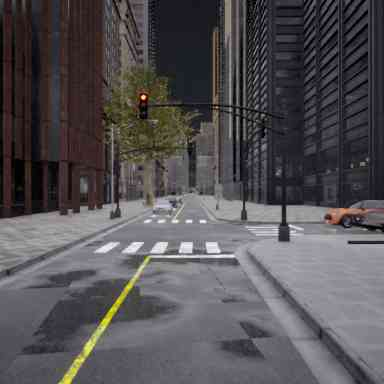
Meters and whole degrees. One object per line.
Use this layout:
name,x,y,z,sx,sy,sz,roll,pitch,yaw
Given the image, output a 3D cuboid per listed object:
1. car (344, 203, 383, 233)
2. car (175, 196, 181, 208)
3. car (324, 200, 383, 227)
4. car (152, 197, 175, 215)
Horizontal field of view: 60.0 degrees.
car,11.534,1.499,18.098,5.357,1.411,2.033,0,0,0
car,-3.069,1.587,48.414,2.033,1.411,5.357,0,0,0
car,10.856,1.320,21.198,4.553,1.767,2.097,0,0,0
car,-3.078,1.547,35.051,1.812,1.442,4.674,0,0,0
